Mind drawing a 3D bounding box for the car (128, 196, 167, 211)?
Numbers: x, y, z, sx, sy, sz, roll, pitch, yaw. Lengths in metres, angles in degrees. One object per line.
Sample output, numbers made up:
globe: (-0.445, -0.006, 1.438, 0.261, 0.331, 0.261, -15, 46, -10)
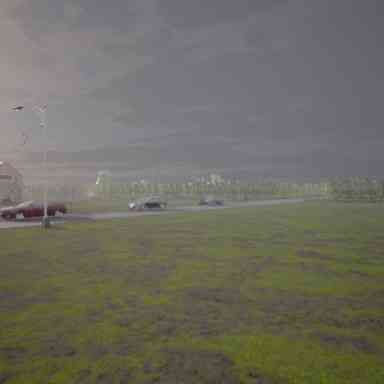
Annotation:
car: (-4.784, 1.250, 36.335, 2.128, 1.511, 4.902, 0, 0, 37)

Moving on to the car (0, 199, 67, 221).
car: (-12.393, 1.350, 26.142, 1.882, 1.535, 5.008, 0, 0, 37)

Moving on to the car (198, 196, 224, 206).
car: (2.630, 1.212, 46.230, 1.994, 1.385, 4.181, 0, 0, 37)
